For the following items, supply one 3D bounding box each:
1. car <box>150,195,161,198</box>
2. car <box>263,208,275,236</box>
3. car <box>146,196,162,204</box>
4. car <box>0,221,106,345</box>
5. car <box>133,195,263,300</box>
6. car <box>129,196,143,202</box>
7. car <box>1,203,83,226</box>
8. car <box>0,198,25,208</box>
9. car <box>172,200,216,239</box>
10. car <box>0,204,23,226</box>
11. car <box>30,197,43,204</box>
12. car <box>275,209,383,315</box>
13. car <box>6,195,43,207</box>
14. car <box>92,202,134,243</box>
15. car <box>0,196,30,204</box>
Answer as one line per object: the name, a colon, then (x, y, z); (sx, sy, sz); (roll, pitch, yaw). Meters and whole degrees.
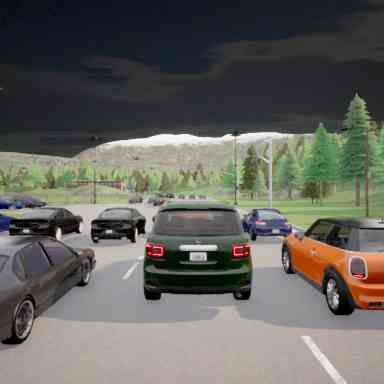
car: (-4.142, 1.601, 51.671); (1.895, 1.301, 4.718); (0, 0, 28)
car: (3.612, 1.526, 16.603); (1.812, 1.442, 4.674); (0, 0, 0)
car: (-7.223, 1.547, 64.533); (2.033, 1.411, 5.357); (0, 0, 5)
car: (-3.399, 1.547, 6.305); (2.033, 1.411, 5.357); (0, 0, 0)
car: (0.108, 1.221, 8.502); (2.150, 2.045, 5.566); (0, 0, 0)
car: (-10.906, 1.564, 65.451); (1.994, 1.385, 4.181); (0, 0, 6)
car: (-6.890, 1.478, 16.303); (1.882, 1.535, 5.008); (0, 0, 0)
car: (-26.886, 1.547, 47.288); (5.357, 1.411, 2.033); (0, 0, 0)
car: (0.111, 1.352, 18.024); (2.097, 1.767, 4.553); (0, 0, 0)
car: (-10.390, 1.526, 16.334); (1.812, 1.442, 4.674); (0, 0, 0)
car: (-22.135, 1.547, 44.010); (5.357, 1.411, 2.033); (0, 0, -3)
car: (3.601, 1.352, 7.703); (2.097, 1.767, 4.553); (0, 0, 0)
car: (-25.539, 1.352, 50.863); (4.553, 1.767, 2.097); (0, 0, -2)
car: (-3.391, 1.478, 16.132); (1.882, 1.535, 5.008); (0, 0, 0)
car: (-22.967, 1.478, 40.421); (5.008, 1.535, 1.882); (0, 0, -2)
